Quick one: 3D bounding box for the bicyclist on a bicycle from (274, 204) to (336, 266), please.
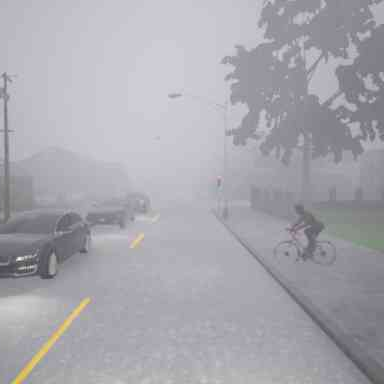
[{"bbox_3d":[2.963,1.146,8.697,1.656,1.620,0.582,0,1,-1],"label":"bicyclist on a bicycle"}]

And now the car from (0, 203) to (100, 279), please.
[{"bbox_3d":[-4.272,1.291,9.433,1.837,1.490,4.892,0,1,-1],"label":"car"}]

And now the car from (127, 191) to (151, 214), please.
[{"bbox_3d":[-4.534,0.754,26.571,2.097,1.767,4.553,0,1,-1],"label":"car"}]

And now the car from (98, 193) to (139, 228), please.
[{"bbox_3d":[-4.445,1.049,18.875,1.882,1.535,5.008,0,1,-1],"label":"car"}]
